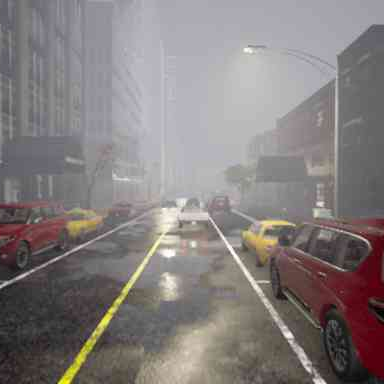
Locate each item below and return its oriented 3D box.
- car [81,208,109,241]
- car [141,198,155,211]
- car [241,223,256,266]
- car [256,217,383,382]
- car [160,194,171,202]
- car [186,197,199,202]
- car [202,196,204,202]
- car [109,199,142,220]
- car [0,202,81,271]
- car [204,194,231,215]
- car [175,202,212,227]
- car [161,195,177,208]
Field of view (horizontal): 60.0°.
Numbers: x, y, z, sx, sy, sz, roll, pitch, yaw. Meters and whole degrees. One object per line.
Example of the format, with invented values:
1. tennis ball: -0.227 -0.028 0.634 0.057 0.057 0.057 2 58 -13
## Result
1. car: -5.695 1.488 16.294 1.752 1.417 4.829 -1 0 0
2. car: -5.686 1.436 38.433 1.752 1.417 4.829 -1 0 0
3. car: 2.684 1.500 11.086 1.752 1.417 4.829 -1 0 0
4. car: 2.678 1.303 5.381 2.192 1.841 5.009 -1 0 0
5. car: -5.674 1.274 71.812 1.967 1.590 4.097 -1 0 0
6. car: 0.119 1.422 44.899 1.812 1.442 4.674 0 0 0
7. car: 2.697 1.464 44.123 1.947 1.339 4.313 -1 0 0
8. car: -5.690 1.481 27.534 1.887 1.381 4.507 -1 0 0
9. car: -5.700 1.290 10.928 2.192 1.841 5.009 -1 0 0
10. car: 2.689 1.239 33.054 2.192 1.841 5.009 -1 0 0
11. car: 0.110 1.549 22.161 1.895 1.301 4.718 0 0 0
12. car: -3.041 1.460 45.434 1.994 1.385 4.181 0 0 0
